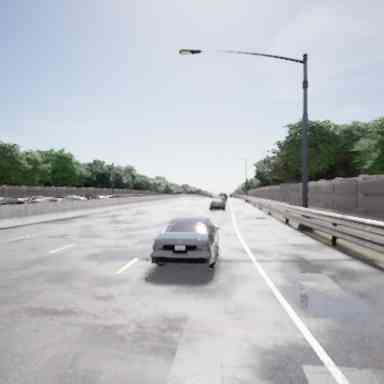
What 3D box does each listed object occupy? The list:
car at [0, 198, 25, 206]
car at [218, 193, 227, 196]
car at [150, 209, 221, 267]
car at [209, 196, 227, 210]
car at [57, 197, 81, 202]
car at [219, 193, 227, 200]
[{"bbox_3d":[-21.817,1.432,39.092,1.882,1.535,5.008,0,0,6],"label":"car"},{"bbox_3d":[5.044,1.454,59.036,2.128,1.511,4.902,0,0,6],"label":"car"},{"bbox_3d":[-0.057,1.541,11.386,2.033,1.411,5.357,0,0,6],"label":"car"},{"bbox_3d":[3.337,1.542,43.096,1.994,1.385,4.181,0,0,6],"label":"car"},{"bbox_3d":[-20.096,1.489,54.751,2.033,1.411,5.357,0,0,7],"label":"car"},{"bbox_3d":[8.251,1.188,88.992,2.150,2.045,5.566,0,0,6],"label":"car"}]
